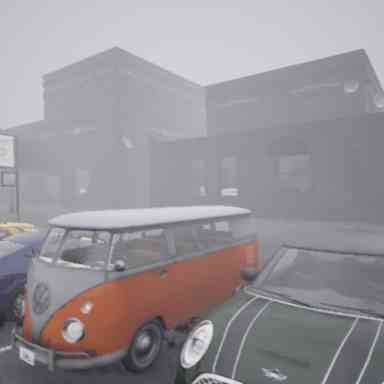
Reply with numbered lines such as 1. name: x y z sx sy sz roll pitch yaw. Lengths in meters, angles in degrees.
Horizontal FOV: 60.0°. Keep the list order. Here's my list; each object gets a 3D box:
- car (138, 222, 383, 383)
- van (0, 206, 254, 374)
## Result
1. car: 1.776 1.354 4.042 2.185 1.767 4.553 0 0 36
2. van: -0.555 1.253 5.524 1.878 1.987 4.442 0 0 36
